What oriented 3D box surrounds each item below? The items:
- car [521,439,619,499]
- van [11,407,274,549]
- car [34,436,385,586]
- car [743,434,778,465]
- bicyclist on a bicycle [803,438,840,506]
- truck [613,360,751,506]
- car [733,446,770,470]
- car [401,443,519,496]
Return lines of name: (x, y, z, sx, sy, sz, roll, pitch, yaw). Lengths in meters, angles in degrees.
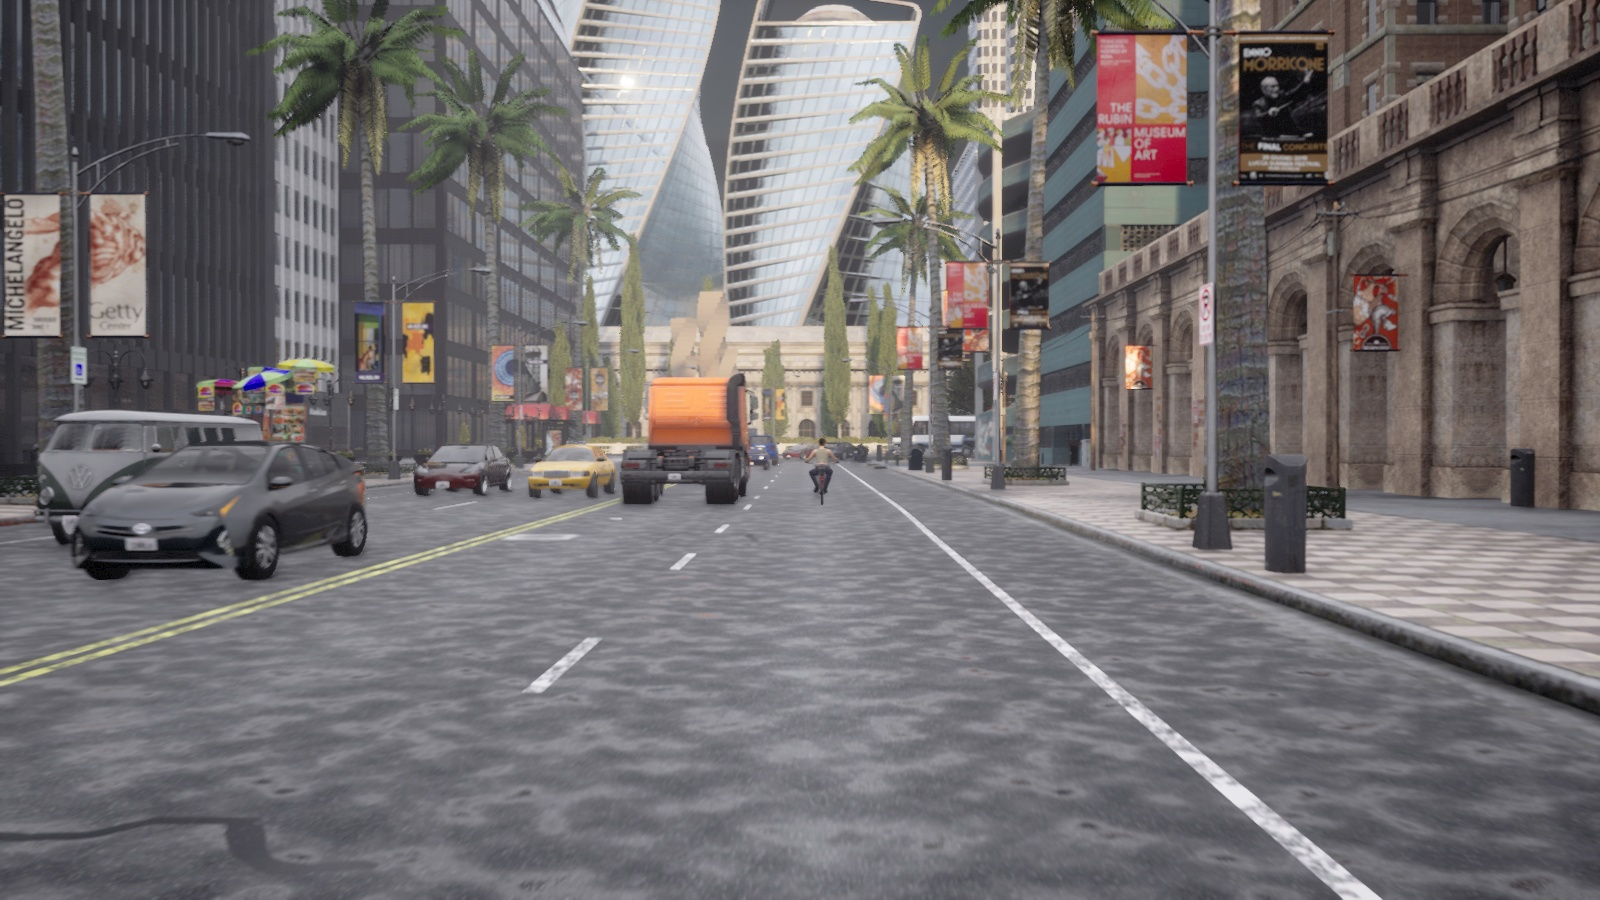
car: (-6.443, 0.478, 35.763, 1.801, 1.575, 5.366, 0, 0, 0)
van: (-10.155, 0.378, 19.840, 1.775, 1.987, 4.442, 0, 0, 1)
car: (-6.738, 0.602, 14.999, 2.007, 1.525, 4.514, 0, 0, 1)
car: (-2.651, -0.022, 86.045, 2.150, 2.045, 5.566, 0, 0, 1)
bicyclist on a bicycle: (0.516, 0.511, 30.552, 0.866, 1.612, 1.509, 0, 0, 1)
truck: (-2.953, -0.428, 33.654, 2.891, 3.462, 7.936, 0, 0, 0)
car: (-2.748, 0.442, 71.457, 1.895, 1.301, 4.718, 0, 0, 0)
car: (-9.936, 0.528, 37.137, 2.163, 1.488, 4.792, 0, 0, 0)
